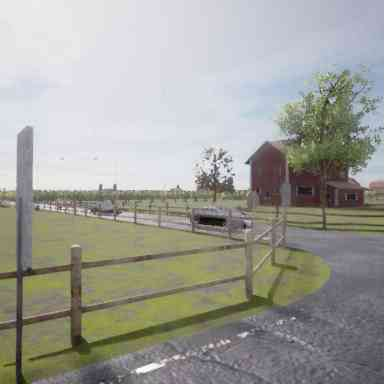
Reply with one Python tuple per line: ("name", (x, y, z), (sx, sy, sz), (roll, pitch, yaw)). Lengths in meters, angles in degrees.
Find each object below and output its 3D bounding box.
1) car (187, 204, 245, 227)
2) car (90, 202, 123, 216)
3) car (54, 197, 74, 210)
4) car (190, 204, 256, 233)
("car", (1.712, 1.700, 25.705), (1.837, 1.490, 4.892), (1, -1, -35))
("car", (-9.453, 1.846, 36.361), (2.033, 1.411, 5.357), (1, -1, -36))
("car", (-19.093, 1.607, 49.765), (2.097, 1.767, 4.553), (1, -1, -36))
("car", (1.831, 1.612, 20.853), (2.128, 1.511, 4.902), (1, -1, -36))
